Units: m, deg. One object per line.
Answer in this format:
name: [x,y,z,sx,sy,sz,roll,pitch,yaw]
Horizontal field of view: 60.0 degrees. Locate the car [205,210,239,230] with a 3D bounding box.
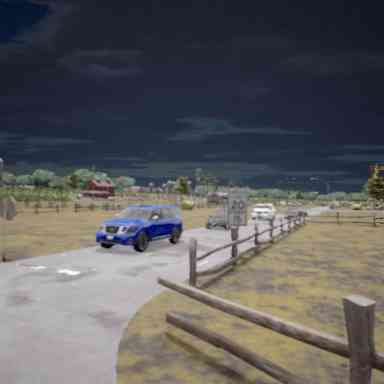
car: [2.675,2.344,28.209,1.837,1.490,4.892,1,-1,24]

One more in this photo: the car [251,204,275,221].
car: [9.301,2.560,43.004,2.150,2.045,5.566,1,-1,24]

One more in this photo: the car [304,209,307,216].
car: [18.170,3.485,55.843,1.895,1.301,4.718,1,-1,24]

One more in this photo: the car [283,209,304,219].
car: [13.885,3.100,46.226,2.033,1.411,5.357,1,-1,24]

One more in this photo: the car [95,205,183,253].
car: [-2.387,1.691,16.778,2.150,2.045,5.566,1,-1,24]
